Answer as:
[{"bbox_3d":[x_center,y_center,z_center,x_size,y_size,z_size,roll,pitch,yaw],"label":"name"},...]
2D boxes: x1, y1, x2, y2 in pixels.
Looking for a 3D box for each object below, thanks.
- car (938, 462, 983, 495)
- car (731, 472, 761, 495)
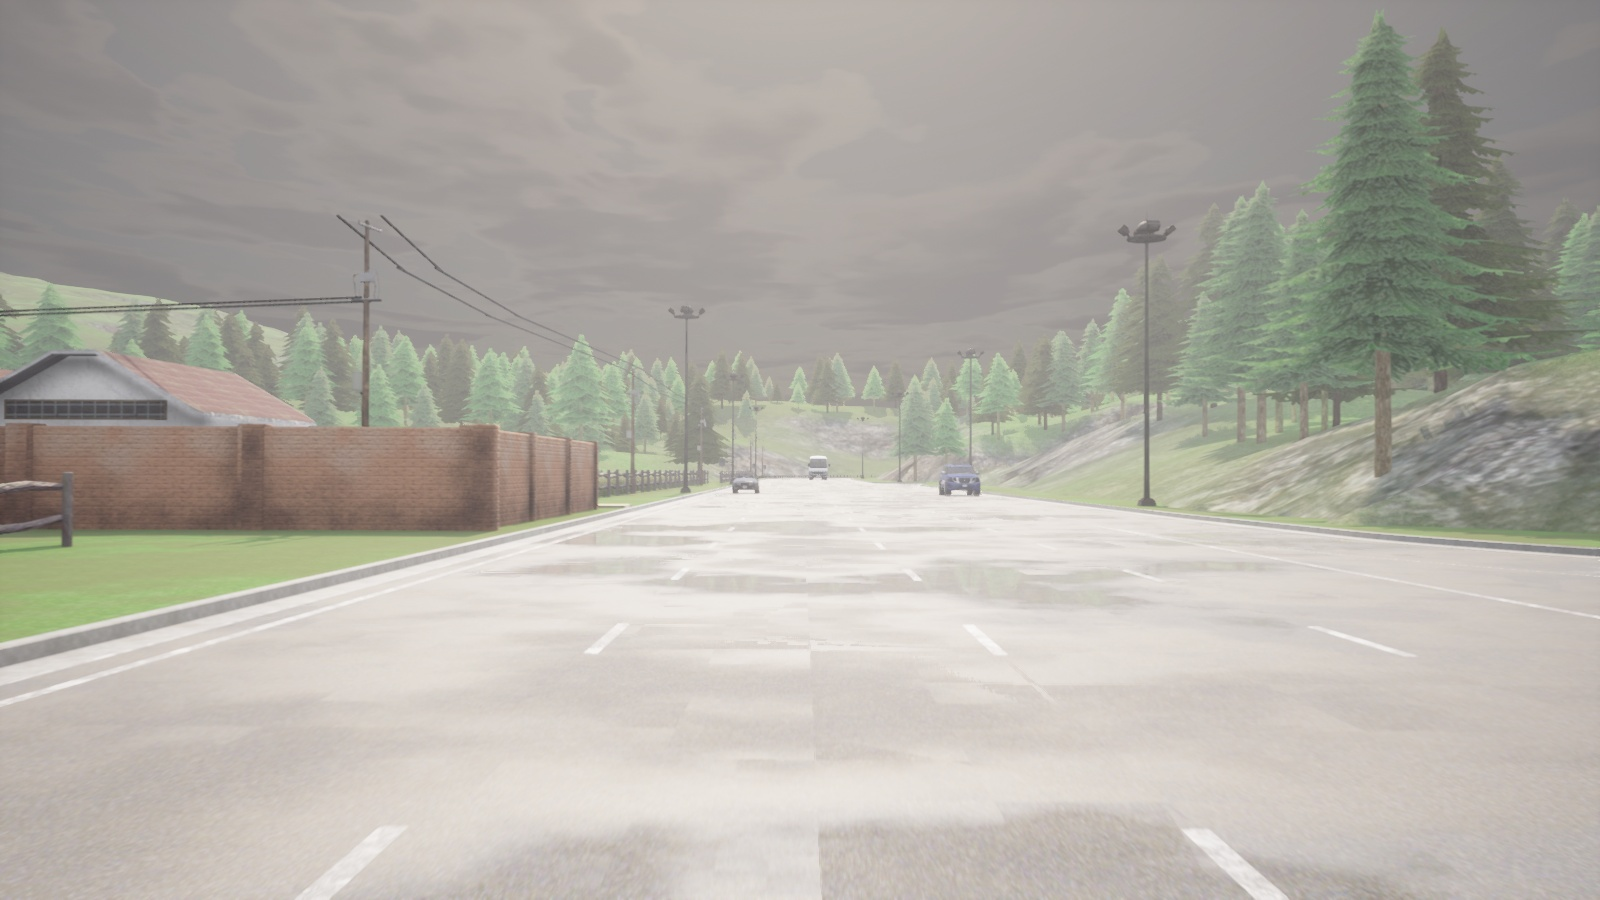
[{"bbox_3d":[10.314,1.851,81.179,2.150,2.045,5.566,0,-1,0],"label":"car"},{"bbox_3d":[-3.689,2.288,86.300,1.816,1.474,4.193,0,-1,0],"label":"car"}]
